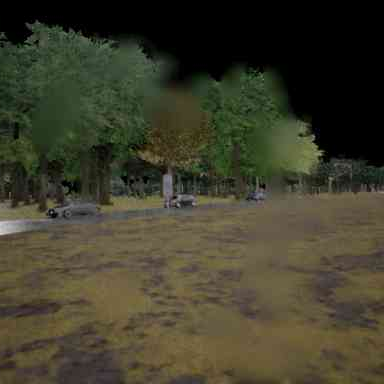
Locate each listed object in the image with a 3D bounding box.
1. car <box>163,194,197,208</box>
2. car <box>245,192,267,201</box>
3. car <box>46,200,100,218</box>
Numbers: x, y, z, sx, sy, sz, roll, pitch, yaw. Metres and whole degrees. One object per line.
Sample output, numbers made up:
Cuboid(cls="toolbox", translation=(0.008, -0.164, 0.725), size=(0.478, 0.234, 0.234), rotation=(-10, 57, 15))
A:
Cuboid(cls="car", translation=(-1.345, 1.047, 38.273), size=(1.837, 1.490, 4.892), rotation=(-3, 0, 36))
Cuboid(cls="car", translation=(10.702, 0.784, 55.163), size=(2.033, 1.411, 5.357), rotation=(-3, -1, 35))
Cuboid(cls="car", translation=(-9.472, 1.330, 26.752), size=(1.994, 1.385, 4.181), rotation=(-3, -1, 36))
